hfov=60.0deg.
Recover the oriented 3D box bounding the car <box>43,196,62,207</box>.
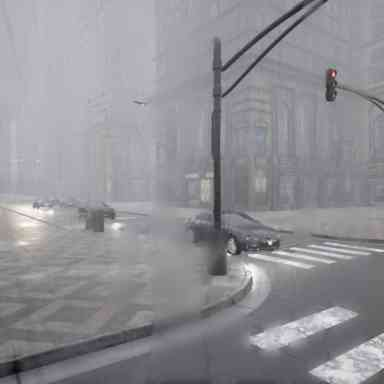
[{"bbox_3d":[-21.957,1.446,52.133,1.812,1.442,4.674,0,0,-35],"label":"car"}]

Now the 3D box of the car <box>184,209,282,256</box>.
[{"bbox_3d":[1.438,1.495,13.457,1.837,1.490,4.892,0,0,-31],"label":"car"}]

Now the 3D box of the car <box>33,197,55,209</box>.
[{"bbox_3d":[-19.462,1.439,43.424,2.128,1.511,4.902,0,0,-35],"label":"car"}]

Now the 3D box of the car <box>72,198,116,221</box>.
[{"bbox_3d":[-7.836,1.464,26.999,1.882,1.535,5.008,0,0,-35],"label":"car"}]

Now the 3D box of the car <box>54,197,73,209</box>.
[{"bbox_3d":[-16.317,1.489,44.318,2.033,1.411,5.357,0,0,-35],"label":"car"}]
